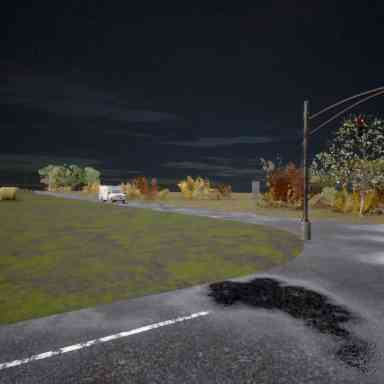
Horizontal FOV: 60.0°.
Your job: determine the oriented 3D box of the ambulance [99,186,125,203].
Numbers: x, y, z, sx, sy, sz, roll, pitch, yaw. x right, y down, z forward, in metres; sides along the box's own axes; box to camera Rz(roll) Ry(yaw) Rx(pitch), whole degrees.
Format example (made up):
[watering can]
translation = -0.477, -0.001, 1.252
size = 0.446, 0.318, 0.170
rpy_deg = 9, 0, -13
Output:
[ambulance]
translation = -11.962, 0.341, 50.021
size = 2.351, 2.431, 6.366
rpy_deg = 2, 0, -32
